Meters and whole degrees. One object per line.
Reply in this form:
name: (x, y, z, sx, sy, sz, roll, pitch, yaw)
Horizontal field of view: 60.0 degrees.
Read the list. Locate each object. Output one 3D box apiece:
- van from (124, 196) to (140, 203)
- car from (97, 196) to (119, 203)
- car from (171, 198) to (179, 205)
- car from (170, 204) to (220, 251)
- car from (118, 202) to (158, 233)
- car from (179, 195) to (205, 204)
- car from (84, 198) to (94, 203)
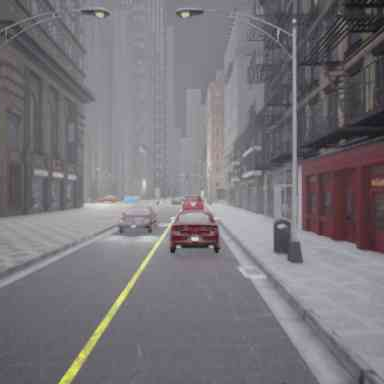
van: (-14.678, 1.820, 80.938, 3.998, 1.788, 1.690, 0, 0, -1)
car: (-20.319, 1.793, 80.855, 5.009, 1.841, 2.192, 0, 0, -1)
car: (-2.961, 1.845, 64.850, 1.882, 1.535, 5.008, 0, 0, 0)
car: (0.108, 1.498, 14.159, 1.882, 1.535, 5.008, 0, 0, 0)
car: (-3.089, 1.566, 19.865, 1.812, 1.442, 4.674, 0, 0, 0)
car: (0.120, 1.338, 34.344, 2.150, 2.045, 5.566, 0, 0, 0)
car: (-25.958, 2.040, 80.771, 4.313, 1.339, 1.947, 0, 0, -1)
